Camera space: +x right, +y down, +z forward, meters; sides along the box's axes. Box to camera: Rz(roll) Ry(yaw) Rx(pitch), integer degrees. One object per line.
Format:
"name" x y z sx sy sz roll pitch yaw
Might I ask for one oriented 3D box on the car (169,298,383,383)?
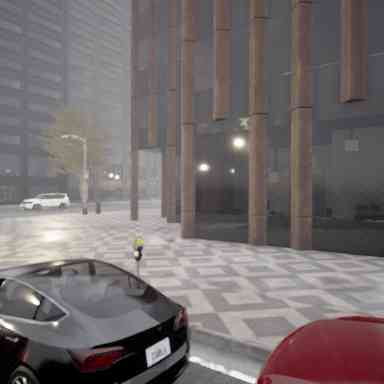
"car" 2.575 1.314 1.123 5.009 1.841 2.192 0 0 36

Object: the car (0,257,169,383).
"car" -2.012 1.568 4.399 4.313 1.339 1.947 0 0 36

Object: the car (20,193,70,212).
"car" -17.327 1.181 39.565 2.150 2.045 5.566 0 0 35
